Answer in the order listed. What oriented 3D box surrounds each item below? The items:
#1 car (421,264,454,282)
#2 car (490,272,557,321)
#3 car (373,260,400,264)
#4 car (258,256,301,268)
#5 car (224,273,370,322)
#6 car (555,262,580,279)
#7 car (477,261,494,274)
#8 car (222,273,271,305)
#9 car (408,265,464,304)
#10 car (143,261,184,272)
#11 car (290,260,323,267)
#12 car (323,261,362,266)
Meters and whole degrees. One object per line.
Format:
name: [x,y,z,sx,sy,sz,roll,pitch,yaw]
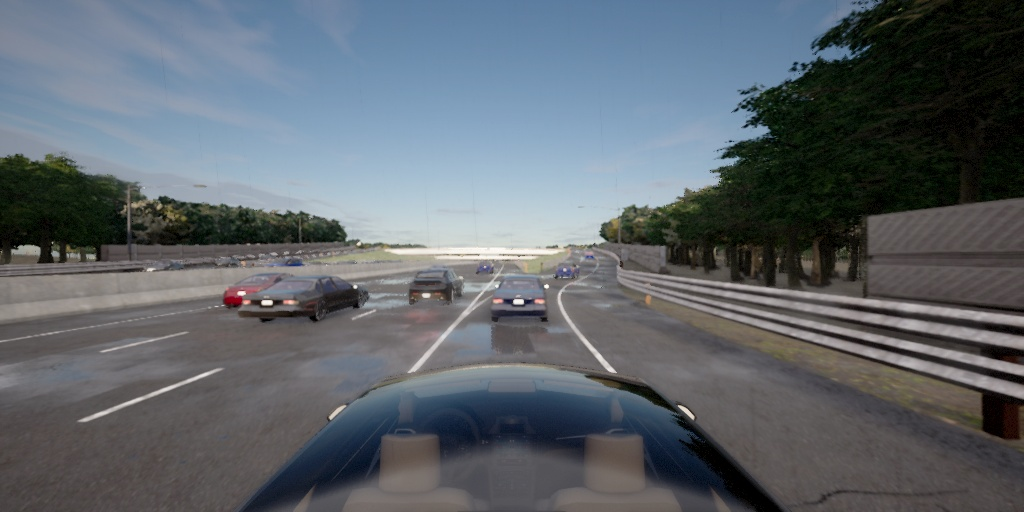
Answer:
car: [-6.888,1.538,33.910,2.033,1.411,5.357,0,0,0]
car: [0.338,1.380,12.798,2.033,1.411,5.357,0,0,3]
car: [-21.150,1.475,60.641,2.097,1.767,4.553,0,0,0]
car: [-28.101,1.288,44.320,2.150,2.045,5.566,0,0,0]
car: [-6.887,1.378,12.599,2.033,1.411,5.357,0,0,0]
car: [6.041,1.454,38.551,2.097,1.767,4.553,0,0,18]
car: [-3.541,1.451,48.689,2.097,1.767,4.553,0,0,0]
car: [-10.382,1.419,15.812,1.994,1.385,4.181,0,0,0]
car: [-3.482,1.372,16.994,1.837,1.490,4.892,0,0,0]
car: [-38.719,1.307,39.963,2.128,1.511,4.902,0,1,-20]
car: [-24.605,1.559,44.440,2.128,1.511,4.902,0,0,0]
car: [-21.107,1.424,44.893,2.097,1.767,4.553,0,-1,0]
